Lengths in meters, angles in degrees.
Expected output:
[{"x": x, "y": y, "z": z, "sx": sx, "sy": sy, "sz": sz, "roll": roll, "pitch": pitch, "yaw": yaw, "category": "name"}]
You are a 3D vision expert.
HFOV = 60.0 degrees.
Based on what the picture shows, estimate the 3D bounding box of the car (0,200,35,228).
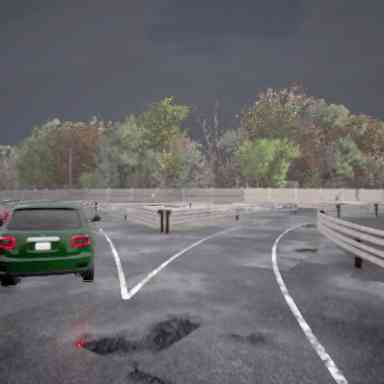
[{"x": -13.097, "y": 1.568, "z": 25.109, "sx": 2.097, "sy": 1.767, "sz": 4.553, "roll": 0, "pitch": -1, "yaw": -24, "category": "car"}]

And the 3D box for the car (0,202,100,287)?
[{"x": -3.971, "y": 1.309, "z": 9.917, "sx": 2.150, "sy": 2.045, "sz": 5.566, "roll": 0, "pitch": -1, "yaw": -15, "category": "car"}]
